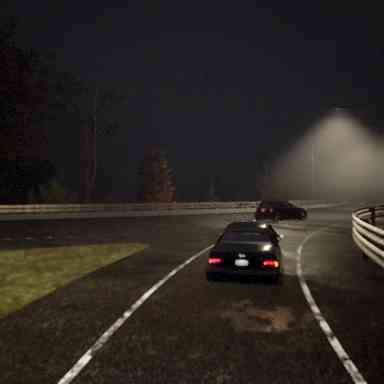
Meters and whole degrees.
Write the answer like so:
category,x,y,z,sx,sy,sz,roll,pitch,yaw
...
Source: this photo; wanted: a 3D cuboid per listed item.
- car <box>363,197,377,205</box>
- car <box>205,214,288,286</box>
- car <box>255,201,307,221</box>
category,x,y,z,sx,sy,sz,roll,pitch,yaw
car,37.677,1.904,70.021,1.837,1.490,4.892,0,0,27
car,1.679,1.600,9.700,2.033,1.411,5.357,0,0,14
car,7.322,1.500,27.288,4.553,1.767,2.097,0,0,-34
